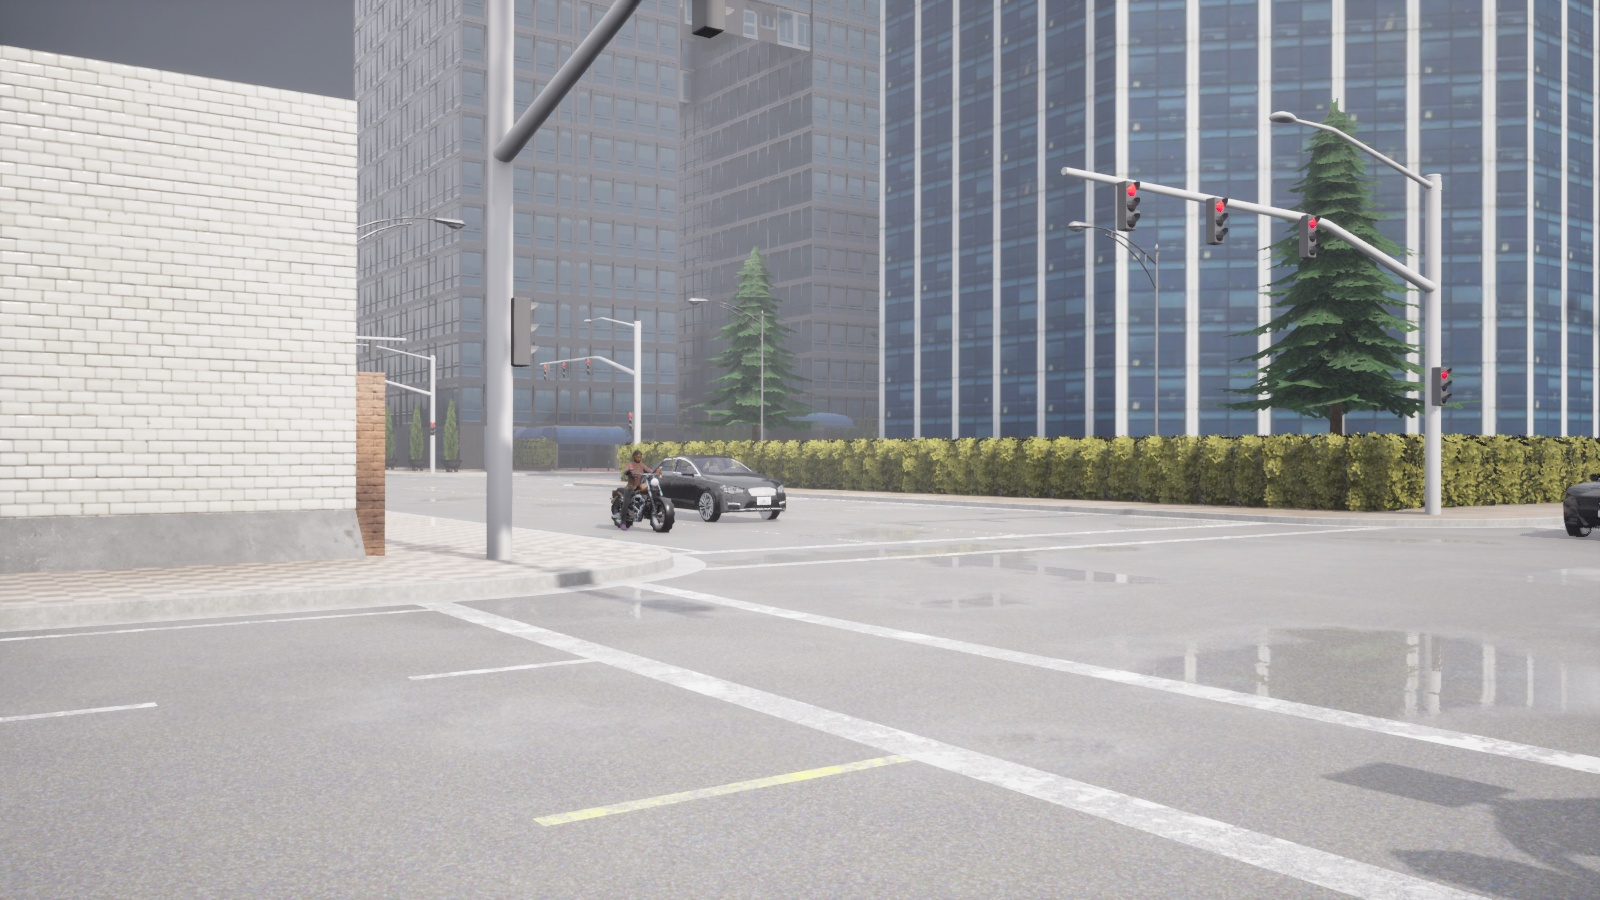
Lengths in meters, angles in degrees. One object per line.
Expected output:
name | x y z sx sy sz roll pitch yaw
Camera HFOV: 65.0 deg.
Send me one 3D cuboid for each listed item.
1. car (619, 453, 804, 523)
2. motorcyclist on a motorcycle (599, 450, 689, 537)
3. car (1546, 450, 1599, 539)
car | -2.194 0.834 29.697 2.128 1.511 4.902 0 0 -35
motorcyclist on a motorcycle | -3.130 0.818 24.925 0.766 1.649 2.350 0 0 -35
car | 16.122 0.770 23.421 5.008 1.535 1.882 -1 0 -35
